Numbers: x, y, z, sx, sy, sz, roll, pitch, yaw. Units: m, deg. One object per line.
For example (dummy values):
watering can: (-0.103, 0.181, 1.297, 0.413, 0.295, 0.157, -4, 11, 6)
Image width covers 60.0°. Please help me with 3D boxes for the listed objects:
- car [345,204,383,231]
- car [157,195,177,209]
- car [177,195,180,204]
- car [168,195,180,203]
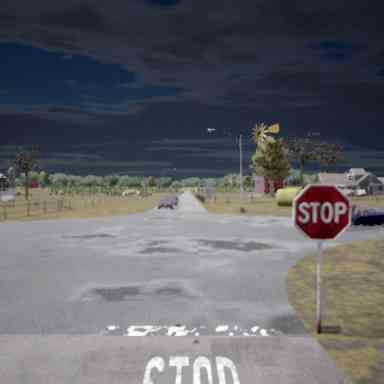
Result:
car: (9.063, 1.305, 18.183, 4.718, 1.301, 1.895, -2, 1, -16)
car: (-3.125, 1.313, 40.684, 1.837, 1.490, 4.892, 0, 0, -1)
car: (-3.224, 1.335, 50.409, 1.994, 1.385, 4.181, 0, 0, 0)
car: (-3.270, 1.242, 60.795, 1.837, 1.490, 4.892, 0, 0, 0)
